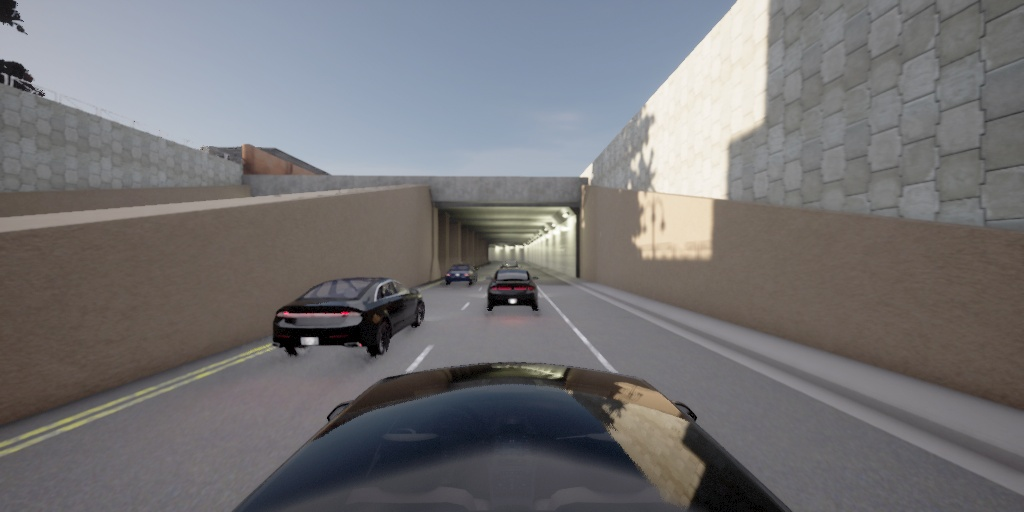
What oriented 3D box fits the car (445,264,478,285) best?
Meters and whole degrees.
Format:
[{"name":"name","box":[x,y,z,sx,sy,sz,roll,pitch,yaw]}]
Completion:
[{"name":"car","box":[-3.575,1.283,25.946,2.033,1.411,5.357,0,0,0]}]

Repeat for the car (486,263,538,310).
[{"name":"car","box":[0.010,1.248,14.561,1.837,1.490,4.892,0,1,0]}]

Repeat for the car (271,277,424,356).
[{"name":"car","box":[-3.467,1.240,8.563,2.128,1.511,4.902,0,0,0]}]
